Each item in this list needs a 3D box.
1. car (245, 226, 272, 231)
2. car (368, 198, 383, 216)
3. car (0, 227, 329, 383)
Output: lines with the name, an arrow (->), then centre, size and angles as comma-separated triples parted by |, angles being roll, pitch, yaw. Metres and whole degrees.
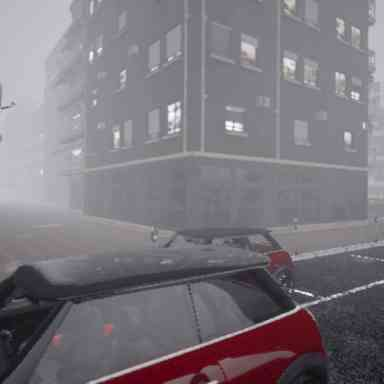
car -> 0.161, 1.473, 6.672 | 4.097, 1.590, 1.967 | 1, 0, -35
car -> 18.569, 1.559, 34.007 | 2.192, 1.841, 5.009 | 1, 0, -36
car -> -0.951, 1.358, 2.699 | 4.553, 1.767, 2.097 | 1, 0, -35
